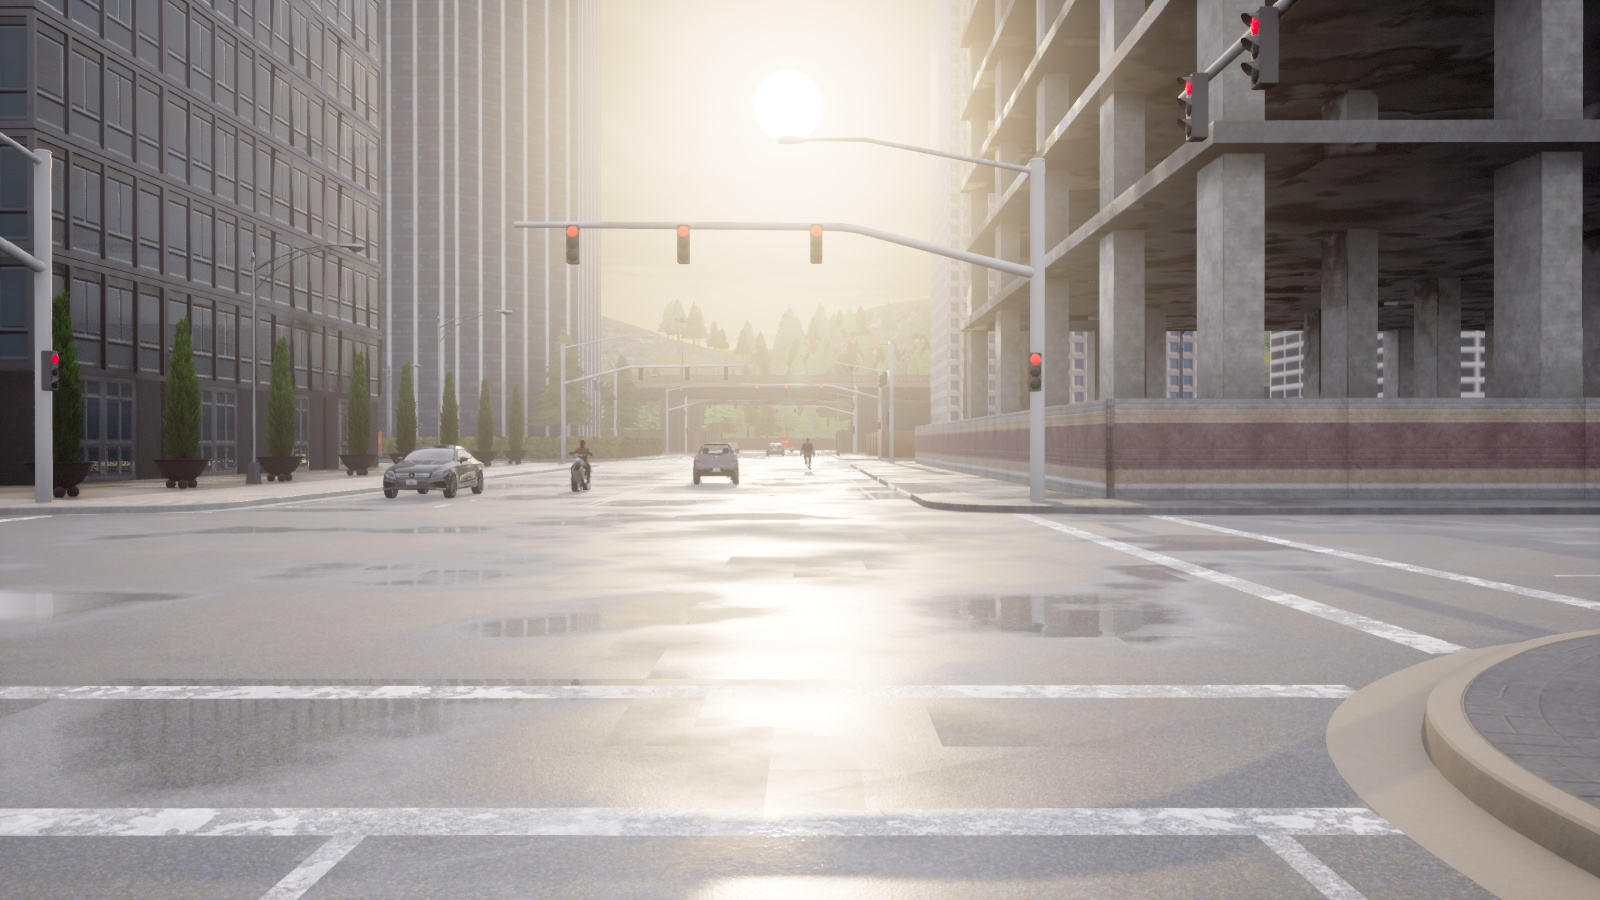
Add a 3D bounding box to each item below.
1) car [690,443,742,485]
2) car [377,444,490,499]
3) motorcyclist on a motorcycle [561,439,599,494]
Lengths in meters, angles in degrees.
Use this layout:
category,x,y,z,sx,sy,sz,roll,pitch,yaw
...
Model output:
category,x,y,z,sx,sy,sz,roll,pitch,yaw
car,-3.115,0.494,46.674,1.845,1.501,3.633,0,0,-4
car,-10.276,0.563,35.566,1.812,1.442,4.674,0,0,0
motorcyclist on a motorcycle,-6.757,0.473,38.664,0.766,1.649,2.350,0,0,0
